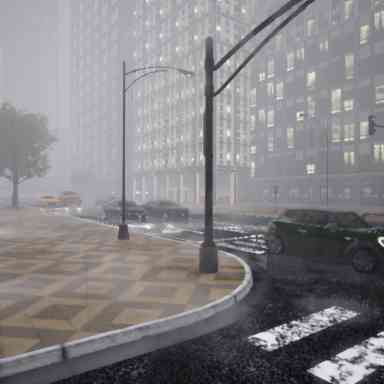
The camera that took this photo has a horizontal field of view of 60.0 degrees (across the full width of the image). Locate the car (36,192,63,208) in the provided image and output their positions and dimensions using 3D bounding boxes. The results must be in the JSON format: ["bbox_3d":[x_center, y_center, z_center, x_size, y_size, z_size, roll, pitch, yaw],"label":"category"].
[{"bbox_3d":[-17.785,1.110,40.865,1.882,1.535,5.008,0,0,-36],"label":"car"}]

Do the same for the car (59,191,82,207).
[{"bbox_3d":[-16.650,0.849,44.815,2.150,2.045,5.566,0,0,-36],"label":"car"}]

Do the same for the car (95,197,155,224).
[{"bbox_3d":[-4.816,1.321,23.400,1.837,1.490,4.892,0,0,-37],"label":"car"}]

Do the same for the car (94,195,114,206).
[{"bbox_3d":[-11.061,1.161,43.004,1.882,1.535,5.008,0,0,-37],"label":"car"}]

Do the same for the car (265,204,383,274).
[{"bbox_3d":[4.627,1.313,10.727,2.097,1.767,4.553,0,1,-37],"label":"car"}]

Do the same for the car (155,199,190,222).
[{"bbox_3d":[-2.129,1.310,25.235,1.882,1.535,5.008,0,0,-37],"label":"car"}]
